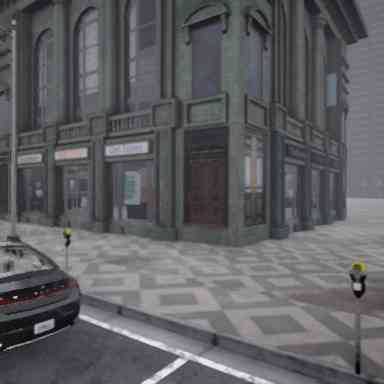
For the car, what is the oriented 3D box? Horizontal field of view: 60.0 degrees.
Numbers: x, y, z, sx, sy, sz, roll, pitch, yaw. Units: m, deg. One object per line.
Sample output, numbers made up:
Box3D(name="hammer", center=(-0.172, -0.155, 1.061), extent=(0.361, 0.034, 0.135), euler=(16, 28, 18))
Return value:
Box3D(name="car", center=(-3.698, 1.499, 5.608), extent=(4.403, 1.369, 2.008), euler=(1, 0, 36))
